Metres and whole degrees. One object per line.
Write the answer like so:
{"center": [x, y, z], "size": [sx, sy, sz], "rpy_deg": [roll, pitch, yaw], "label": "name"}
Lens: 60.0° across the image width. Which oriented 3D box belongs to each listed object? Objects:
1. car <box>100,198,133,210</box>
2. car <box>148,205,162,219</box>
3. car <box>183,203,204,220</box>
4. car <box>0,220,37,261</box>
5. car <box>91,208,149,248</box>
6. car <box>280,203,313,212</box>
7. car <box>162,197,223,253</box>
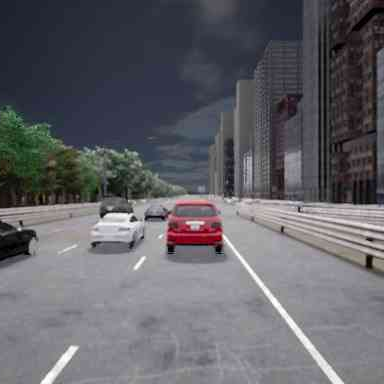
{"center": [-6.881, 1.580, 30.659], "size": [2.150, 2.045, 5.566], "rpy_deg": [0, -1, 0], "label": "car"}
{"center": [-3.379, 1.940, 32.121], "size": [1.994, 1.385, 4.181], "rpy_deg": [0, -1, 0], "label": "car"}
{"center": [0.120, 1.864, 32.963], "size": [1.882, 1.535, 5.008], "rpy_deg": [0, -1, 0], "label": "car"}
{"center": [-6.882, 1.602, 10.821], "size": [1.882, 1.535, 5.008], "rpy_deg": [0, -1, 0], "label": "car"}
{"center": [-3.376, 1.707, 15.714], "size": [1.812, 1.442, 4.674], "rpy_deg": [0, -1, 0], "label": "car"}
{"center": [12.137, 2.016, 39.059], "size": [2.128, 1.511, 4.902], "rpy_deg": [0, -1, -16], "label": "car"}
{"center": [0.108, 1.389, 14.569], "size": [2.150, 2.045, 5.566], "rpy_deg": [0, -1, 0], "label": "car"}
